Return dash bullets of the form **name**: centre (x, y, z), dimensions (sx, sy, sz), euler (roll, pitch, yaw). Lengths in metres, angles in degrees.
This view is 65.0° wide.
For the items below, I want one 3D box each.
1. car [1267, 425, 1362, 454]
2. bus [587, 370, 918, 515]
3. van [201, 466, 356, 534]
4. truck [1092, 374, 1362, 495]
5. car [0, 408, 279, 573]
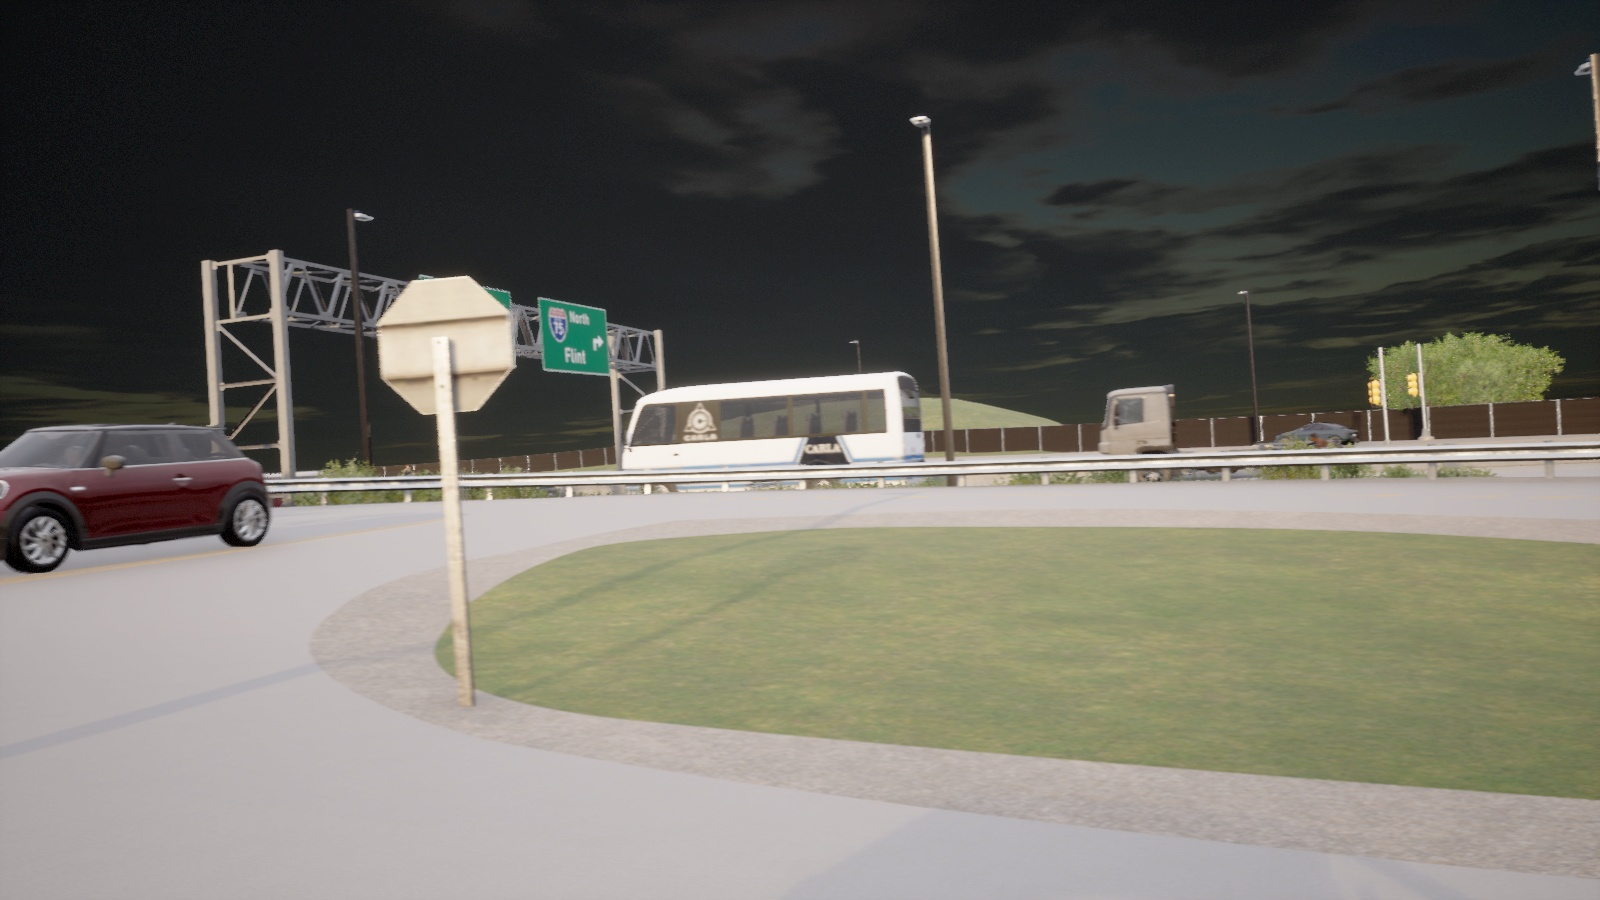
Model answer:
- **car**: centre (27.422, -0.542, 66.969), dimensions (1.994, 1.385, 4.181), euler (-3, 1, -44)
- **bus**: centre (-1.586, -0.169, 42.477), dimensions (10.273, 4.253, 3.944), euler (-2, 0, 19)
- **van**: centre (-16.714, 1.601, 40.246), dimensions (4.442, 1.987, 1.775), euler (-2, 0, 19)
- **truck**: centre (13.783, -0.441, 40.955), dimensions (7.936, 3.462, 2.891), euler (-2, 0, 19)
- **car**: centre (-8.939, 0.399, 15.477), dimensions (2.097, 1.767, 4.553), euler (0, 1, 20)
